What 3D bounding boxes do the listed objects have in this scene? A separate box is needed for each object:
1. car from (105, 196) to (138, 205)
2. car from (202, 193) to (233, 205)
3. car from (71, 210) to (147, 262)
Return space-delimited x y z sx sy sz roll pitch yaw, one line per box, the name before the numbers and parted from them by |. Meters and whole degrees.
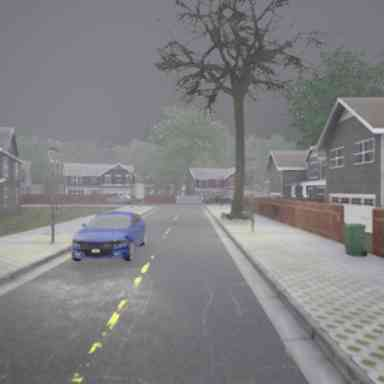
car | -10.762 1.368 50.580 4.902 1.511 2.128 1 0 -20
car | 4.467 1.224 56.132 5.566 2.045 2.150 1 0 -20
car | -2.855 1.471 12.360 1.882 1.535 5.008 0 0 0
